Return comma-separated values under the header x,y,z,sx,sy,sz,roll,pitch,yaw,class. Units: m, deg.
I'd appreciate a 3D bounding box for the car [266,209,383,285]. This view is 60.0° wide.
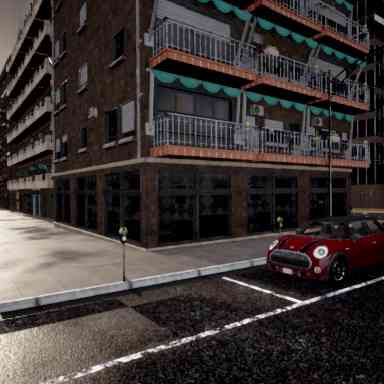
x,y,z,sx,sy,sz,roll,pitch,yaw,class
3.987,1.438,9.431,4.097,1.590,1.967,0,-1,-36,car
